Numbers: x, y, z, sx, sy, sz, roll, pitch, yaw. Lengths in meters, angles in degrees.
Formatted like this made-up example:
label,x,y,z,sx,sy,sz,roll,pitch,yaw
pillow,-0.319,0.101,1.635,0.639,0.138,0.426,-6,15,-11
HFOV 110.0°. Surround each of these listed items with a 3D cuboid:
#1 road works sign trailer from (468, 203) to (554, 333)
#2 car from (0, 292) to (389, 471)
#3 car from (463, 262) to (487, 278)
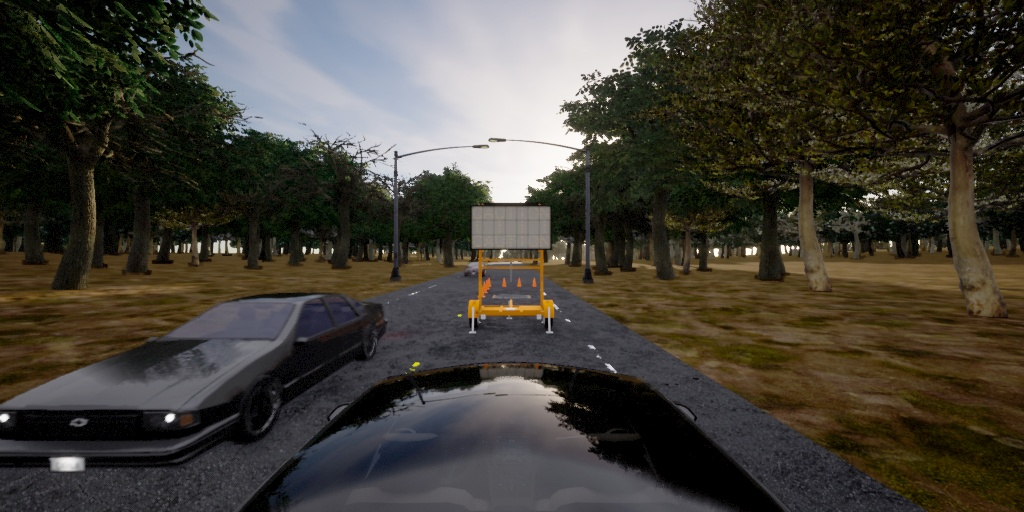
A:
label,x,y,z,sx,sy,sz,roll,pitch,yaw
road works sign trailer,-0.026,0.223,10.711,2.380,3.560,2.880,0,0,0
car,-3.604,1.301,5.566,2.033,1.411,5.357,0,0,0
car,-3.541,1.320,35.223,1.812,1.442,4.674,0,0,0
